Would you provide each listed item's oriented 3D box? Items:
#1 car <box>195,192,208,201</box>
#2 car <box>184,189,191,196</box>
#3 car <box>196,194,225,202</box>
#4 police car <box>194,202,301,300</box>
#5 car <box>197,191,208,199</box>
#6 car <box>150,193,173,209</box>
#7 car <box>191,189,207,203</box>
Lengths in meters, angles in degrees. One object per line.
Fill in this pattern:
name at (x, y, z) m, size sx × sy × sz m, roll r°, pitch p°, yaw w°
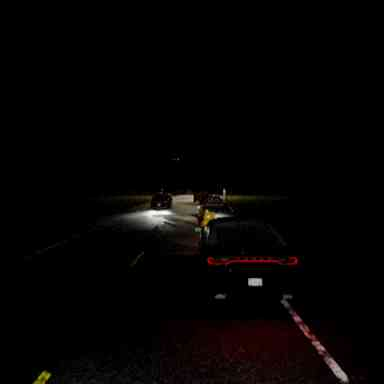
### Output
car at (1.398, 1.029, 24.049) m, size 1.882 × 1.535 × 5.008 m, roll 0°, pitch 1°, yaw 2°
car at (-0.503, 0.115, 73.569) m, size 1.994 × 1.385 × 4.181 m, roll 0°, pitch 1°, yaw 4°
car at (1.257, 1.116, 18.260) m, size 1.801 × 1.575 × 5.366 m, roll 0°, pitch 1°, yaw 1°
police car at (1.097, 1.272, 8.211) m, size 1.930 × 1.638 × 5.238 m, roll 0°, pitch 1°, yaw 1°
car at (1.857, 0.498, 57.862) m, size 1.895 × 1.301 × 4.718 m, roll 0°, pitch 1°, yaw 4°
car at (-2.938, 0.871, 33.079) m, size 2.128 × 1.511 × 4.902 m, roll 0°, pitch 1°, yaw 2°
car at (1.216, 0.612, 45.767) m, size 1.882 × 1.535 × 5.008 m, roll 0°, pitch 1°, yaw 3°
